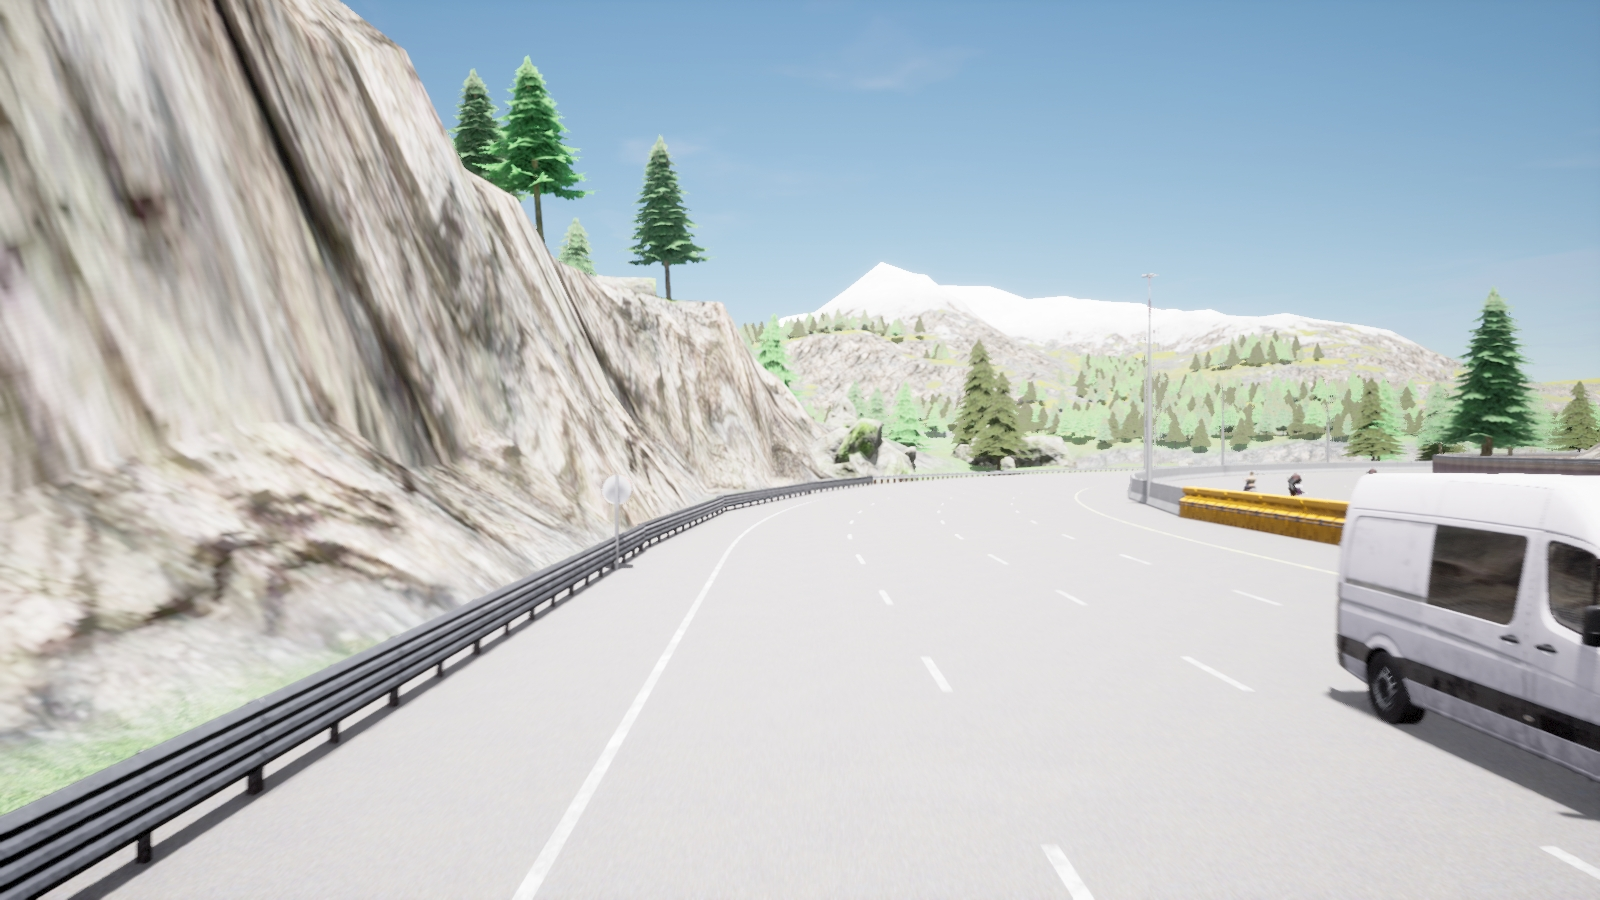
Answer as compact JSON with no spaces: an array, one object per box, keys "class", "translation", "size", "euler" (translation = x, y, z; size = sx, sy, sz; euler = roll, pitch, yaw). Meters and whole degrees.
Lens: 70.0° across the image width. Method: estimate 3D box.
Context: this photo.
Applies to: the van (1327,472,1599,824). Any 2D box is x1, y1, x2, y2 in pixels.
[{"class":"van","translation":[6.992,1.528,10.004],"size":[1.988,2.561,5.915],"euler":[0,0,0]}]
